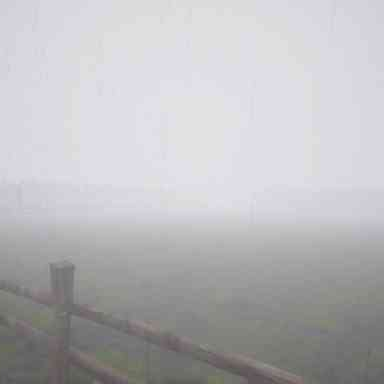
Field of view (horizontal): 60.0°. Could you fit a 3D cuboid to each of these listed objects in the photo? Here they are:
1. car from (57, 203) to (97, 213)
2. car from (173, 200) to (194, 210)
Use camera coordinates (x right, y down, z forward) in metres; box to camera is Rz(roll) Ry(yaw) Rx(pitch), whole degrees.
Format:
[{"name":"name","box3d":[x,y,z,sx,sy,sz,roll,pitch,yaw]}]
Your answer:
[{"name":"car","box3d":[-14.466,2.011,42.041,1.895,1.301,4.718,0,-2,36]},{"name":"car","box3d":[-1.397,2.271,59.894,2.097,1.767,4.553,0,-1,36]}]
